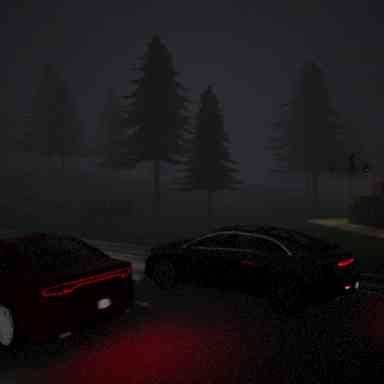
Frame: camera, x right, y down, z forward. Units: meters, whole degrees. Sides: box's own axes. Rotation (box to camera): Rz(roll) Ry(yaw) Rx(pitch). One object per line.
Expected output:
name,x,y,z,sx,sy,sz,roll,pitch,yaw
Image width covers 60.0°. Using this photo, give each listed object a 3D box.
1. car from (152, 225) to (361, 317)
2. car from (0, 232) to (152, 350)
car,1.072,1.505,7.527,4.902,1.511,2.128,0,0,35
car,-3.308,1.504,6.354,5.008,1.535,1.882,0,0,36
